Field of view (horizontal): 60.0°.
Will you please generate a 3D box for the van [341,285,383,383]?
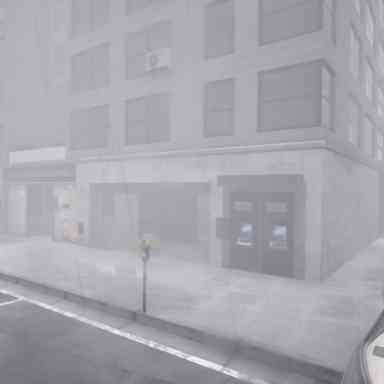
[{"bbox_3d":[2.592,1.342,1.095,3.998,1.788,1.690,0,1,36],"label":"van"}]
